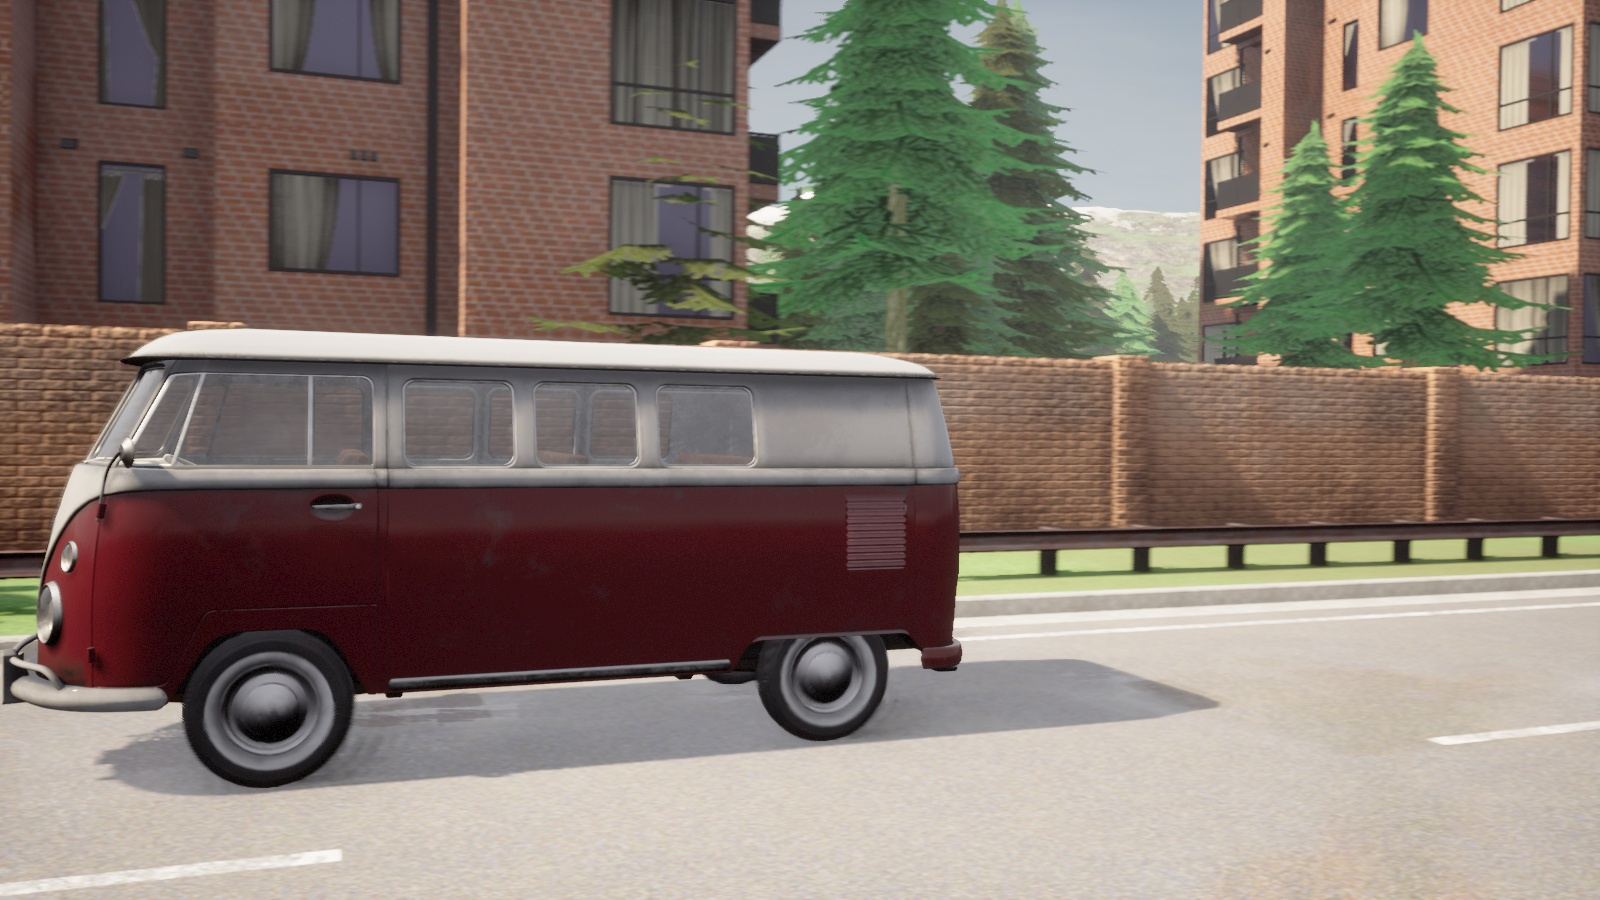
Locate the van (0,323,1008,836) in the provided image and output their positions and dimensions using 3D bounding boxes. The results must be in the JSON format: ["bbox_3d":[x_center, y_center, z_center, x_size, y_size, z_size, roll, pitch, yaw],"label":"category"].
[{"bbox_3d":[-1.336,0.460,6.472,4.442,1.987,1.775,-1,1,-21],"label":"van"}]
